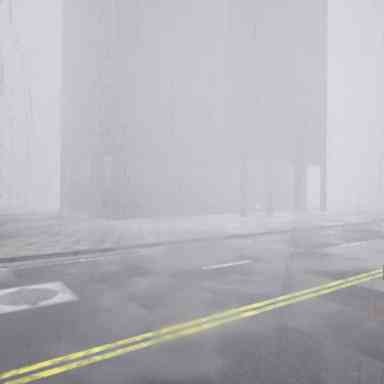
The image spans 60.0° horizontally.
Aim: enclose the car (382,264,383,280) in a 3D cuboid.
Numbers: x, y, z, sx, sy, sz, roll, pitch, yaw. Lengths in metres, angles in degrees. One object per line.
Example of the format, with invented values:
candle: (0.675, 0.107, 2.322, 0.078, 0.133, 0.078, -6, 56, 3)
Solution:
car: (6.491, 1.588, 8.101, 4.181, 1.385, 1.994, 0, 0, -35)
